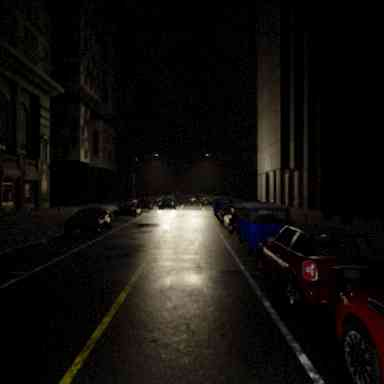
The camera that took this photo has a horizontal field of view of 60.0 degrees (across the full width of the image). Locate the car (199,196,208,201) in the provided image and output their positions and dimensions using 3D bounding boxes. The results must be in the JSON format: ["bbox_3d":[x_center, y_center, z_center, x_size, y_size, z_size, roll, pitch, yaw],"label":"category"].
[{"bbox_3d":[2.771,1.566,80.982,1.947,1.339,4.313,0,0,0],"label":"car"}]

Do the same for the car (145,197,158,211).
[{"bbox_3d":[-5.757,1.561,41.517,1.947,1.339,4.313,0,0,0],"label":"car"}]

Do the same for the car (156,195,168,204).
[{"bbox_3d":[-5.755,1.438,64.063,1.967,1.590,4.097,0,0,0],"label":"car"}]

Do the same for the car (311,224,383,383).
[{"bbox_3d":[2.766,1.314,2.068,2.192,1.841,5.009,0,0,0],"label":"car"}]

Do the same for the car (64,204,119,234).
[{"bbox_3d":[-5.758,1.560,18.972,1.947,1.339,4.313,0,0,0],"label":"car"}]

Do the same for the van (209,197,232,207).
[{"bbox_3d":[2.768,1.334,30.251,1.690,1.788,3.998,0,0,0],"label":"van"}]

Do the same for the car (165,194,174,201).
[{"bbox_3d":[-5.753,1.442,86.607,1.967,1.590,4.097,0,0,0],"label":"car"}]

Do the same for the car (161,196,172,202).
[{"bbox_3d":[-5.754,1.550,75.335,2.008,1.369,4.403,0,0,0],"label":"car"}]

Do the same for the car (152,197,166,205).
[{"bbox_3d":[-5.756,1.563,58.426,1.947,1.339,4.313,0,0,0],"label":"car"}]

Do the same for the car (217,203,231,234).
[{"bbox_3d":[2.767,1.545,18.979,2.008,1.369,4.403,0,0,0],"label":"car"}]

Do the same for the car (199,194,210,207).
[{"bbox_3d":[2.358,1.499,49.868,1.837,1.490,4.892,0,0,0],"label":"car"}]

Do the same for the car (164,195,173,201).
[{"bbox_3d":[-5.754,1.526,80.801,1.752,1.417,4.829,0,0,0],"label":"car"}]

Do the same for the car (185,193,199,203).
[{"bbox_3d":[0.005,1.500,68.726,1.895,1.301,4.718,0,0,0],"label":"car"}]

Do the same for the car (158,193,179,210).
[{"bbox_3d":[-3.087,1.345,41.844,2.097,1.767,4.553,0,0,0],"label":"car"}]

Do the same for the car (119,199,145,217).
[{"bbox_3d":[-5.757,1.434,30.245,1.967,1.590,4.097,0,0,0],"label":"car"}]

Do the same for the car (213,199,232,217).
[{"bbox_3d":[2.767,1.519,24.784,1.752,1.417,4.829,0,0,0],"label":"car"}]

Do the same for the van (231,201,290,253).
[{"bbox_3d":[2.767,1.337,13.342,1.690,1.788,3.998,0,0,0],"label":"van"}]

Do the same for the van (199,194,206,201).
[{"bbox_3d":[2.772,1.342,86.618,1.690,1.788,3.998,0,0,0],"label":"van"}]

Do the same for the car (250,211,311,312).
[{"bbox_3d":[2.766,1.438,7.705,1.967,1.590,4.097,0,0,0],"label":"car"}]
